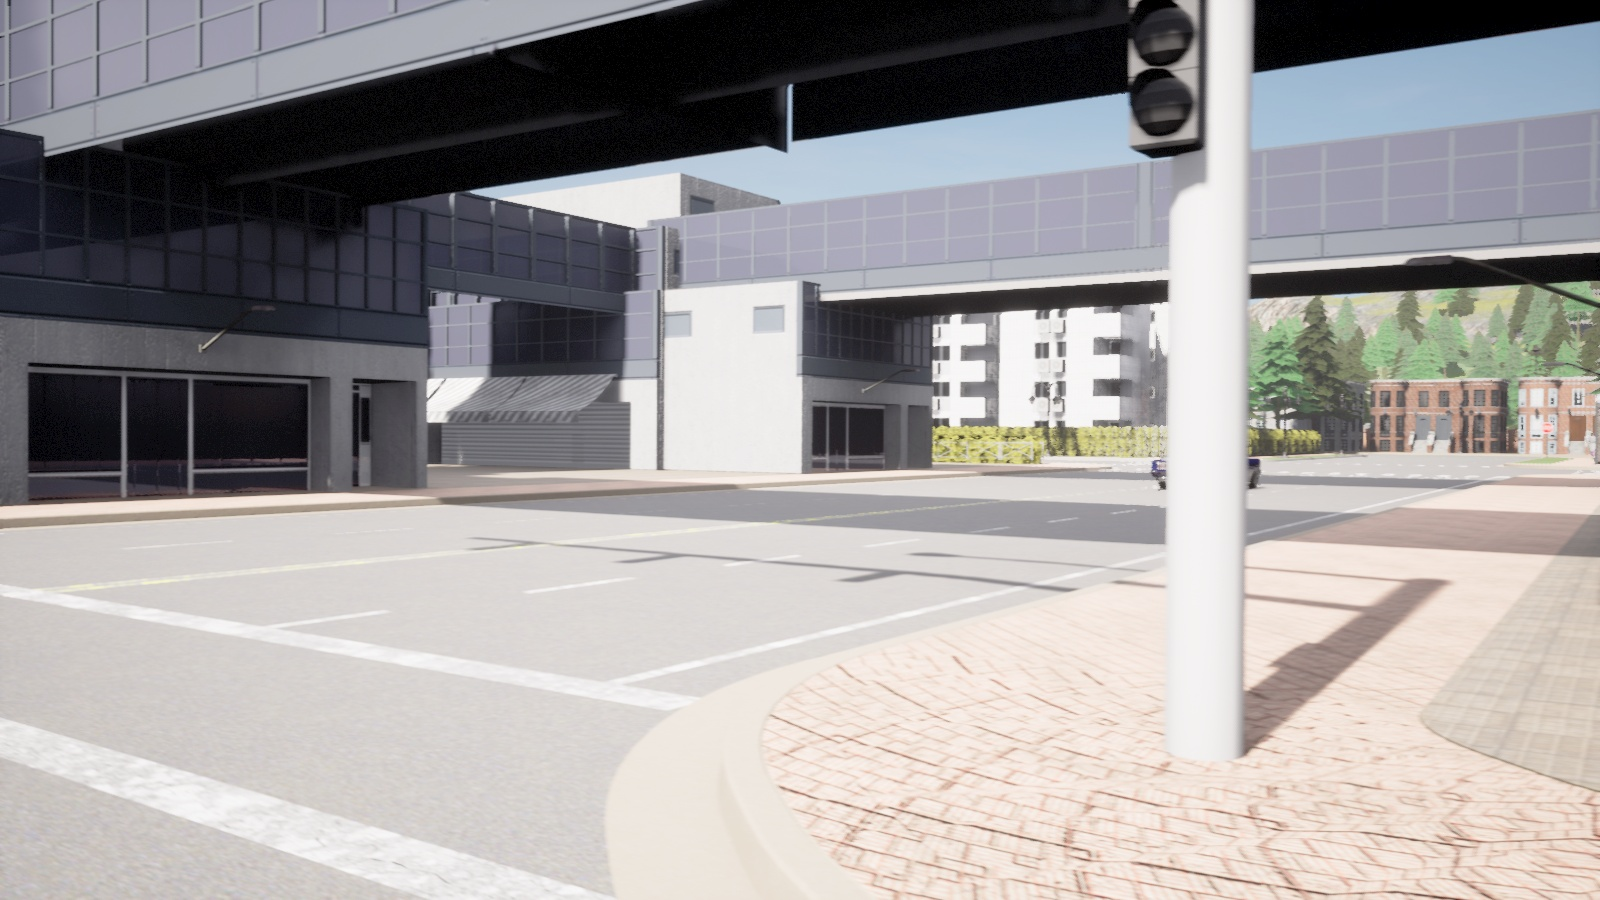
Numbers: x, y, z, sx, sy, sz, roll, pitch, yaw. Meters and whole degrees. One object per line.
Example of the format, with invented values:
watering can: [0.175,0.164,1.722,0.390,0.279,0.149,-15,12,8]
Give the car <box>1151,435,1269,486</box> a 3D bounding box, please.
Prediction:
car: [11.579,0.262,35.233,1.895,1.301,4.718,0,1,34]
